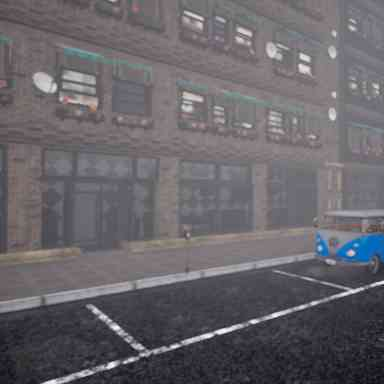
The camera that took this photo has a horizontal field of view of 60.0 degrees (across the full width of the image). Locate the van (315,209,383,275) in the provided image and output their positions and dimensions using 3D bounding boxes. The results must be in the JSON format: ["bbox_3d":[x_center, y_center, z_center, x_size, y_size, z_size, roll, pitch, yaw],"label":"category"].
[{"bbox_3d":[5.607,1.455,10.557,3.998,1.788,1.690,1,-1,-35],"label":"van"}]
